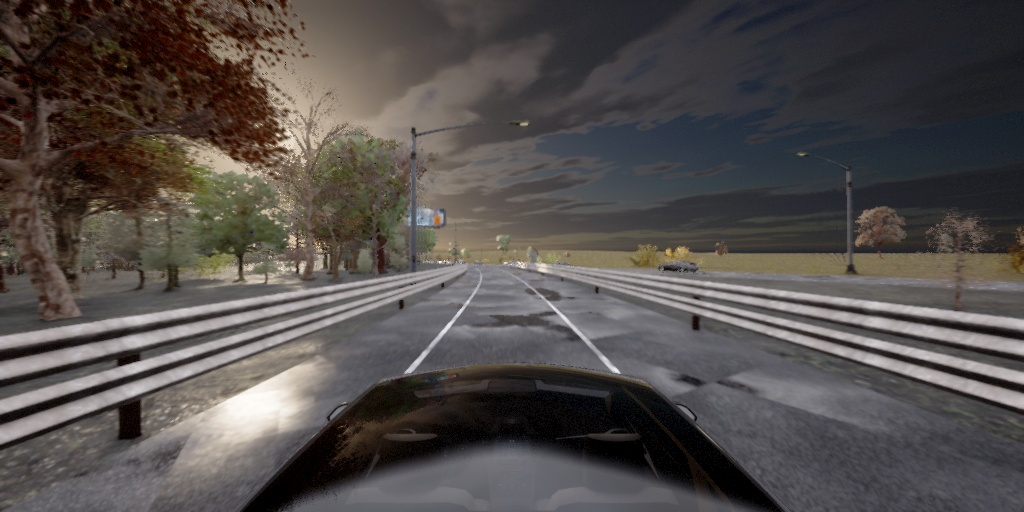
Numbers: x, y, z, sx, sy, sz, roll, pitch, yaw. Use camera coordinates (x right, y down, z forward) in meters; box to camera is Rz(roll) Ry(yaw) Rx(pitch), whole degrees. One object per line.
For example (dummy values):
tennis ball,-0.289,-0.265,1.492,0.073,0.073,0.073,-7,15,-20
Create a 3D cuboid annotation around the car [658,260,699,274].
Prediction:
car,19.092,1.232,41.369,2.128,1.511,4.902,0,0,-22
